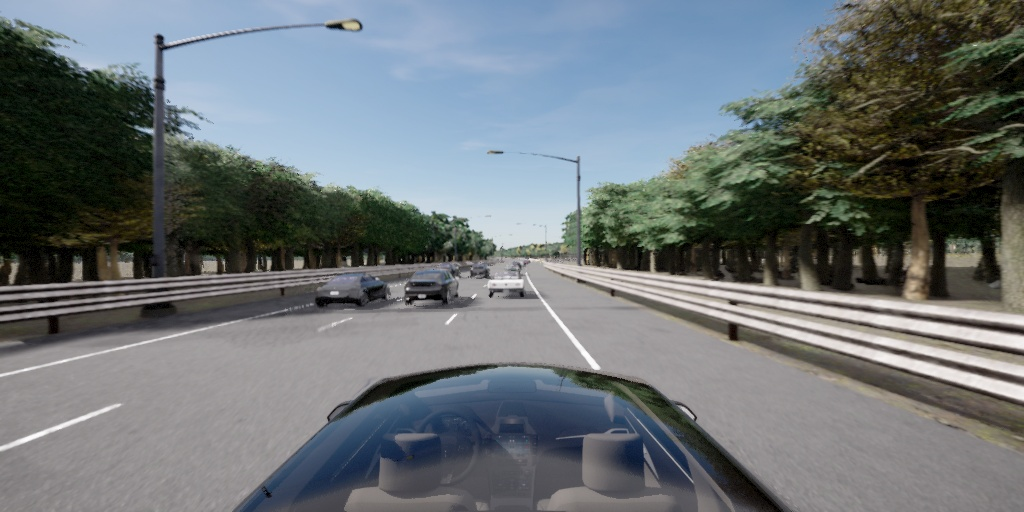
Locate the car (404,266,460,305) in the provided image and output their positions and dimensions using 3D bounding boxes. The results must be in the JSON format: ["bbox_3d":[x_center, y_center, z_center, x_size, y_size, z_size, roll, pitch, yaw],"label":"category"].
[{"bbox_3d":[-3.704,1.414,17.133,1.837,1.490,4.892,-1,0,0],"label":"car"}]

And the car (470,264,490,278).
[{"bbox_3d":[-3.485,1.576,39.757,2.128,1.511,4.902,0,0,1],"label":"car"}]

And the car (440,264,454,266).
[{"bbox_3d":[-6.995,1.595,39.191,2.128,1.511,4.902,0,0,1],"label":"car"}]

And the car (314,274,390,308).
[{"bbox_3d":[-7.191,1.491,16.544,1.994,1.385,4.181,0,0,0],"label":"car"}]

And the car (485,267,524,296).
[{"bbox_3d":[-0.299,1.512,20.429,1.895,1.301,4.718,0,0,0],"label":"car"}]

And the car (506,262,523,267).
[{"bbox_3d":[0.029,1.694,44.300,1.895,1.301,4.718,0,0,1],"label":"car"}]
